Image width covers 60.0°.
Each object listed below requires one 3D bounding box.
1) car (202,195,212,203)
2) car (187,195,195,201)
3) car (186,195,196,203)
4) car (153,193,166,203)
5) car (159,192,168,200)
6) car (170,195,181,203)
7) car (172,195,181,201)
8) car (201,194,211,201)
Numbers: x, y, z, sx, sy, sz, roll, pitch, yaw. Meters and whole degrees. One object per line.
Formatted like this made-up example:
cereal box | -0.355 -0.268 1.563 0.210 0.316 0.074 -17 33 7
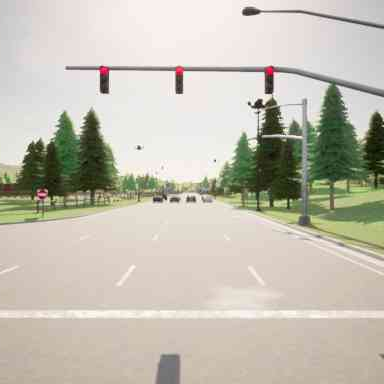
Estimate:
car | 3.336 1.514 70.791 1.812 1.442 4.674 0 0 0
car | -0.187 1.382 80.786 1.994 1.385 4.181 0 0 0
car | -0.164 1.344 70.720 2.097 1.767 4.553 0 0 0
car | -7.163 1.467 70.350 1.882 1.535 5.008 0 0 0
car | -7.187 1.055 80.800 2.150 2.045 5.566 0 0 0
car | -3.663 1.489 70.358 1.837 1.490 4.892 0 0 0
car | -3.687 1.425 80.808 1.895 1.301 4.718 0 0 0
car | 3.313 1.355 80.794 2.128 1.511 4.902 0 0 0
